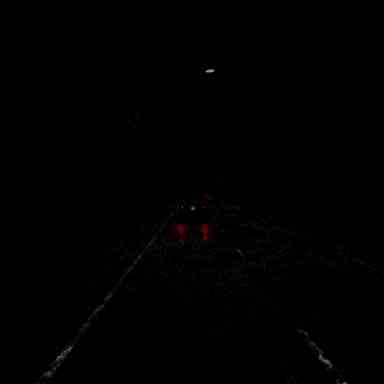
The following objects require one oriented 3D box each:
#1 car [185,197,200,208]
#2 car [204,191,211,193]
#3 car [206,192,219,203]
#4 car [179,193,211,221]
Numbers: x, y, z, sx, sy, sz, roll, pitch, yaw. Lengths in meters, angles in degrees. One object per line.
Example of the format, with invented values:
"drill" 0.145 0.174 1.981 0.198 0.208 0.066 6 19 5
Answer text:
"car" 0.065 1.336 45.088 1.895 1.301 4.718 0 0 0
"car" 3.448 0.796 73.625 2.150 2.045 5.566 0 0 0
"car" 3.559 1.230 57.033 1.994 1.385 4.181 0 0 0
"car" 0.080 1.201 25.500 2.097 1.767 4.553 0 0 0
